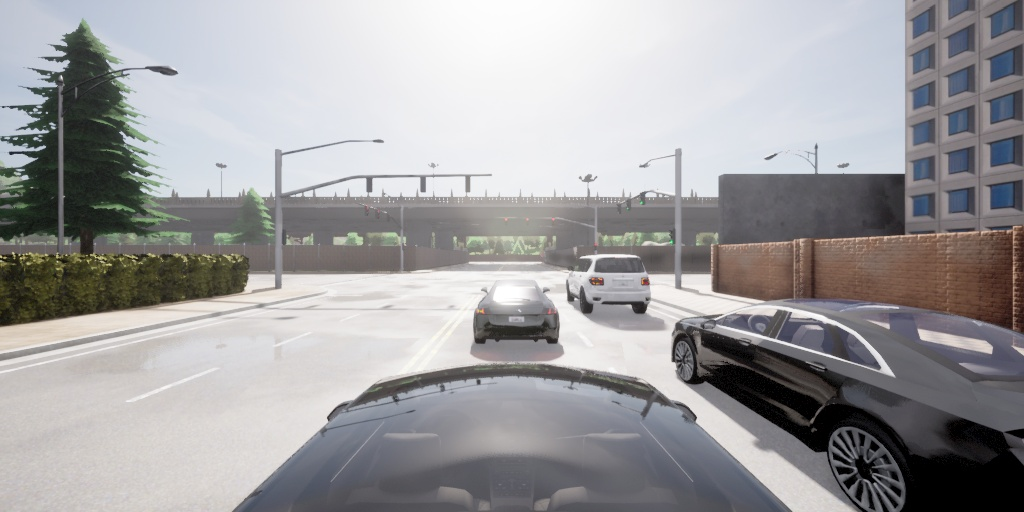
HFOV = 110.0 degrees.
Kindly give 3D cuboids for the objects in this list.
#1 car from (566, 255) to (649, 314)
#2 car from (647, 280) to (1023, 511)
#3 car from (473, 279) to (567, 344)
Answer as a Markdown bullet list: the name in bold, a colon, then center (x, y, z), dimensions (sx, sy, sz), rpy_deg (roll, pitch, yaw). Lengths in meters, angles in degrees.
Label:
- **car**: center (3.493, 0.971, 13.955), dimensions (2.150, 2.045, 5.566), rpy_deg (0, 0, 0)
- **car**: center (3.596, 1.242, 4.150), dimensions (2.128, 1.511, 4.902), rpy_deg (0, 0, 0)
- **car**: center (0.096, 1.314, 9.611), dimensions (1.994, 1.385, 4.181), rpy_deg (0, 0, 0)
